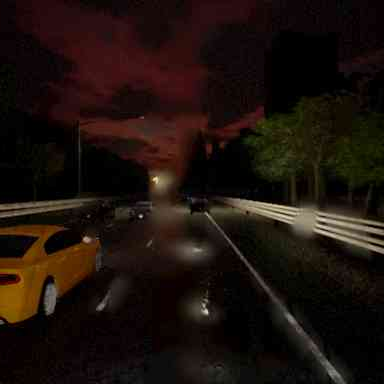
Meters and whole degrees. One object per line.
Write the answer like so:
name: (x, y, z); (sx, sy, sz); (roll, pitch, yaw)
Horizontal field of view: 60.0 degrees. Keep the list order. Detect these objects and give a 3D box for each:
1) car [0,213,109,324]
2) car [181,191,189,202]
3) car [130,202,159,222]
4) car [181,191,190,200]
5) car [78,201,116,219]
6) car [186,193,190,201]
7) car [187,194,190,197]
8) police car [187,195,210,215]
car: (-3.427, 1.460, 7.240); (1.882, 1.535, 5.008); (0, 0, 0)
car: (-1.064, 1.157, 66.719); (2.097, 1.767, 4.553); (0, 0, -2)
car: (-3.583, 1.464, 25.432); (1.812, 1.442, 4.674); (0, 0, -1)
car: (-1.679, 0.795, 84.143); (2.150, 2.045, 5.566); (0, 0, -2)
car: (-7.079, 1.431, 25.101); (2.128, 1.511, 4.902); (0, 0, -1)
car: (0.440, 1.344, 49.377); (1.882, 1.535, 5.008); (0, 0, -1)
car: (0.575, 1.412, 43.352); (1.812, 1.442, 4.674); (0, 0, -1)
police car: (0.759, 1.341, 33.418); (1.930, 1.638, 5.238); (0, 0, -1)
